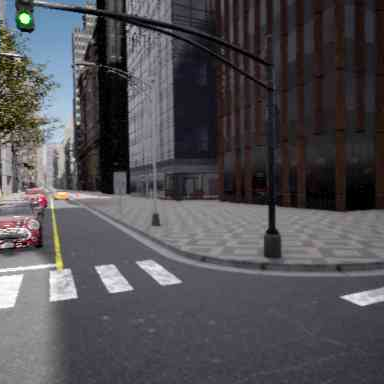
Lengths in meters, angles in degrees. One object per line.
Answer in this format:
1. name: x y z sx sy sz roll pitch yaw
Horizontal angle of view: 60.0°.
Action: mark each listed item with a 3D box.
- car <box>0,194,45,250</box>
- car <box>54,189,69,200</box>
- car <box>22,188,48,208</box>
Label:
1. car: -7.050 1.152 13.074 2.097 1.767 4.553 -2 2 -24
2. car: -21.892 0.375 55.683 2.097 1.767 4.553 -2 2 -24
3. car: -16.778 0.648 35.692 2.150 2.045 5.566 -2 1 -23
